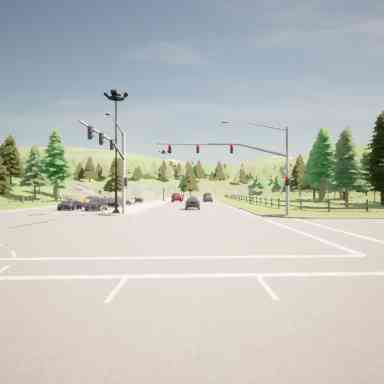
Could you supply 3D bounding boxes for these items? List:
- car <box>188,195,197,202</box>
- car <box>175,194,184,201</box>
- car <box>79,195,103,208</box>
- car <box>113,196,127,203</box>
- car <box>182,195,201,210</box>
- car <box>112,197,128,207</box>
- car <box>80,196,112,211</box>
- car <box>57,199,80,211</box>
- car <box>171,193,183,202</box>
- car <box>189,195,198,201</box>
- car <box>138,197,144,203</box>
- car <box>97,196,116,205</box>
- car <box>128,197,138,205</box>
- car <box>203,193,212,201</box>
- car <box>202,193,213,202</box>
[{"bbox_3d":[0.143,1.475,74.151,1.882,1.535,5.008,0,0,1],"label":"car"},{"bbox_3d":[-3.123,1.419,84.518,1.882,1.535,5.008,0,0,2],"label":"car"},{"bbox_3d":[-15.025,1.352,49.684,2.097,1.767,4.553,0,0,0],"label":"car"},{"bbox_3d":[-14.902,1.595,68.705,1.895,1.301,4.718,0,0,0],"label":"car"},{"bbox_3d":[0.060,1.504,43.132,1.837,1.490,4.892,0,0,0],"label":"car"},{"bbox_3d":[-11.529,1.547,50.079,2.033,1.411,5.357,0,0,0],"label":"car"},{"bbox_3d":[-11.543,1.505,40.341,1.837,1.490,4.892,0,0,0],"label":"car"},{"bbox_3d":[-15.031,1.564,41.177,1.994,1.385,4.181,0,0,1],"label":"car"},{"bbox_3d":[-3.361,1.221,73.773,2.150,2.045,5.566,0,0,1],"label":"car"},{"bbox_3d":[0.375,1.466,84.421,2.128,1.511,4.902,0,0,2],"label":"car"},{"bbox_3d":[-11.400,1.595,69.856,1.895,1.301,4.718,0,0,0],"label":"car"},{"bbox_3d":[-14.991,1.491,58.563,2.128,1.511,4.902,0,0,0],"label":"car"},{"bbox_3d":[-11.495,1.601,59.664,1.895,1.301,4.718,0,0,1],"label":"car"},{"bbox_3d":[3.875,1.166,84.354,2.150,2.045,5.566,0,0,2],"label":"car"},{"bbox_3d":[3.639,1.536,73.730,2.033,1.411,5.357,0,0,1],"label":"car"}]
